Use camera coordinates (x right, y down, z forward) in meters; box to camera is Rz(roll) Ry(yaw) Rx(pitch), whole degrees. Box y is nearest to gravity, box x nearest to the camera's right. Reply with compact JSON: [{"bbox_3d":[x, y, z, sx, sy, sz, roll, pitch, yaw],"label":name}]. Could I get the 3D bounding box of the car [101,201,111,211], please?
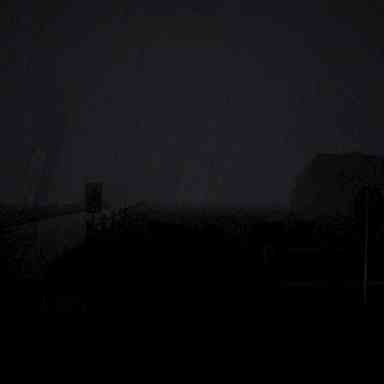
[{"bbox_3d":[-13.690,2.104,51.507,2.033,1.411,5.357,1,-1,-6],"label":"car"}]
